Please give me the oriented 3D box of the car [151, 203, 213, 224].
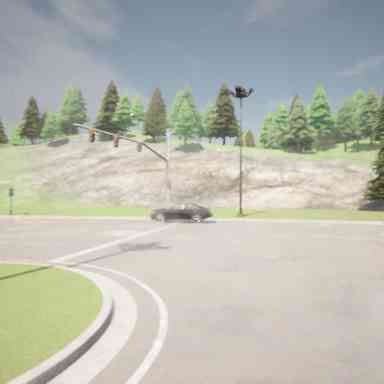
[{"bbox_3d":[-0.811,1.644,26.289,4.902,1.511,2.128,0,0,10],"label":"car"}]
